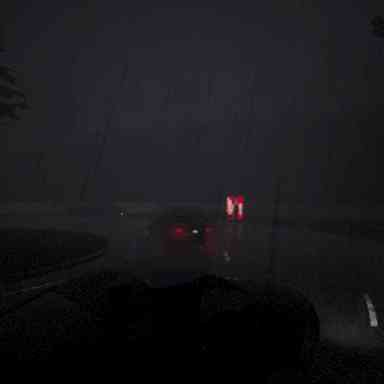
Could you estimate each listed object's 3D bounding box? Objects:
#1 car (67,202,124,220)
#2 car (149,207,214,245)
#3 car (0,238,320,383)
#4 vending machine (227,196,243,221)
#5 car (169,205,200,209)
[{"bbox_3d":[-8.447,1.638,29.098,4.892,1.490,1.837,0,-2,9],"label":"car"},{"bbox_3d":[-0.669,1.635,15.532,2.033,1.411,5.357,1,0,-18],"label":"car"},{"bbox_3d":[-0.259,1.547,3.808,4.674,1.442,1.812,1,0,-45],"label":"car"},{"bbox_3d":[3.634,1.376,28.072,0.880,2.100,1.100,0,0,42],"label":"vending machine"},{"bbox_3d":[-0.895,1.630,21.931,1.837,1.490,4.892,3,-2,-42],"label":"car"}]
